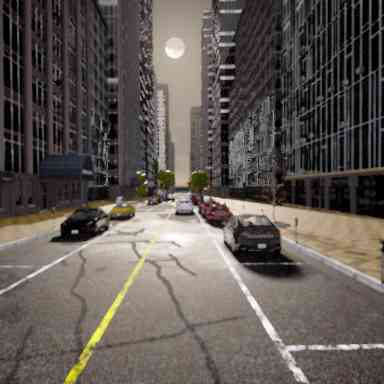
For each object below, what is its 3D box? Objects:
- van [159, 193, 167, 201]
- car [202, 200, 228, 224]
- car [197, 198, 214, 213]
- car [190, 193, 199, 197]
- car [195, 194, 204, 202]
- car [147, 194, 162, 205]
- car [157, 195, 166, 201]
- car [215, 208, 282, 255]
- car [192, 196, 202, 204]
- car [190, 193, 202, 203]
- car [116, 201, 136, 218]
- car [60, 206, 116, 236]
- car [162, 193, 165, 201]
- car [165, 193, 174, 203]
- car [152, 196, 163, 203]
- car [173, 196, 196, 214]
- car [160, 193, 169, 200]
[{"bbox_3d":[-7.530,1.288,86.179,1.690,1.788,3.998,-1,0,-1],"label":"van"},{"bbox_3d":[1.924,1.534,24.297,1.802,1.307,4.206,-1,0,-1],"label":"car"},{"bbox_3d":[1.777,1.490,29.944,1.887,1.381,4.507,-1,0,-1],"label":"car"},{"bbox_3d":[1.043,1.235,58.178,2.192,1.841,5.009,-1,0,-1],"label":"car"},{"bbox_3d":[1.629,1.380,35.590,1.967,1.590,4.097,-1,0,-1],"label":"car"},{"bbox_3d":[-6.796,1.513,57.946,2.008,1.369,4.403,-1,0,-1],"label":"car"},{"bbox_3d":[-7.380,1.531,80.533,1.802,1.307,4.206,-1,0,-1],"label":"car"},{"bbox_3d":[2.215,1.517,13.003,2.008,1.369,4.403,-1,0,-1],"label":"car"},{"bbox_3d":[0.902,1.498,63.825,1.802,1.307,4.206,-1,0,-1],"label":"car"},{"bbox_3d":[0.751,1.227,69.472,2.192,1.841,5.009,-1,0,-1],"label":"car"},{"bbox_3d":[-6.063,1.514,29.544,1.752,1.417,4.829,-1,0,-1],"label":"car"},{"bbox_3d":[-5.774,1.567,18.420,1.947,1.339,4.313,-1,0,-1],"label":"car"},{"bbox_3d":[-6.947,1.273,63.593,2.192,1.841,5.009,-1,0,-1],"label":"car"},{"bbox_3d":[-4.500,1.453,68.767,1.994,1.385,4.181,0,0,-1],"label":"car"},{"bbox_3d":[-7.088,1.506,69.240,2.008,1.369,4.403,-1,0,-1],"label":"car"},{"bbox_3d":[-0.783,1.479,35.194,1.812,1.442,4.674,0,0,-2],"label":"car"},{"bbox_3d":[-7.677,1.259,91.826,2.192,1.841,5.009,-1,0,-1],"label":"car"}]
